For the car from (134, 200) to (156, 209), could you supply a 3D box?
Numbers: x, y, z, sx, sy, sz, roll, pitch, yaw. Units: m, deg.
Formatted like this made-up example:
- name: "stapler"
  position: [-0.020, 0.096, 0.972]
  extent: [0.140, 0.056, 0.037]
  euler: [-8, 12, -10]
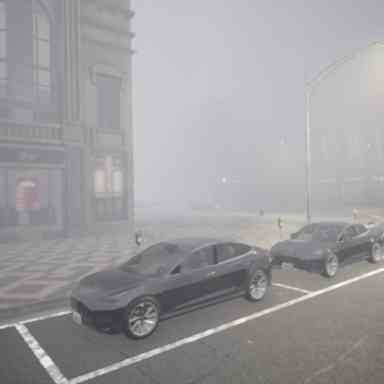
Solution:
- name: "car"
  position: [-8.908, 2.207, 59.283]
  extent: [1.994, 1.385, 4.181]
  euler: [-1, 0, -39]

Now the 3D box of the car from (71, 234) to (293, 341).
- name: "car"
  position: [-0.151, 1.623, 6.707]
  extent: [4.313, 1.339, 1.947]
  euler: [0, -1, -39]

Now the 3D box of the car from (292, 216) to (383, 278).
- name: "car"
  position: [4.240, 1.586, 10.240]
  extent: [4.313, 1.339, 1.947]
  euler: [0, -1, -39]

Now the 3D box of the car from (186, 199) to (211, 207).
- name: "car"
  position: [1.212, 2.031, 62.315]
  extent: [1.882, 1.535, 5.008]
  euler: [-1, 0, -38]

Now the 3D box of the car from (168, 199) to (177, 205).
- name: "car"
  position: [-5.273, 2.181, 70.296]
  extent: [1.895, 1.301, 4.718]
  euler: [-1, 0, -39]

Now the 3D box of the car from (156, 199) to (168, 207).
- name: "car"
  position: [-7.535, 2.385, 67.928]
  extent: [1.895, 1.301, 4.718]
  euler: [-1, 0, -39]

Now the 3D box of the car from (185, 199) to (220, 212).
- name: "car"
  position: [1.774, 1.927, 45.920]
  extent: [2.128, 1.511, 4.902]
  euler: [-1, -1, -39]
